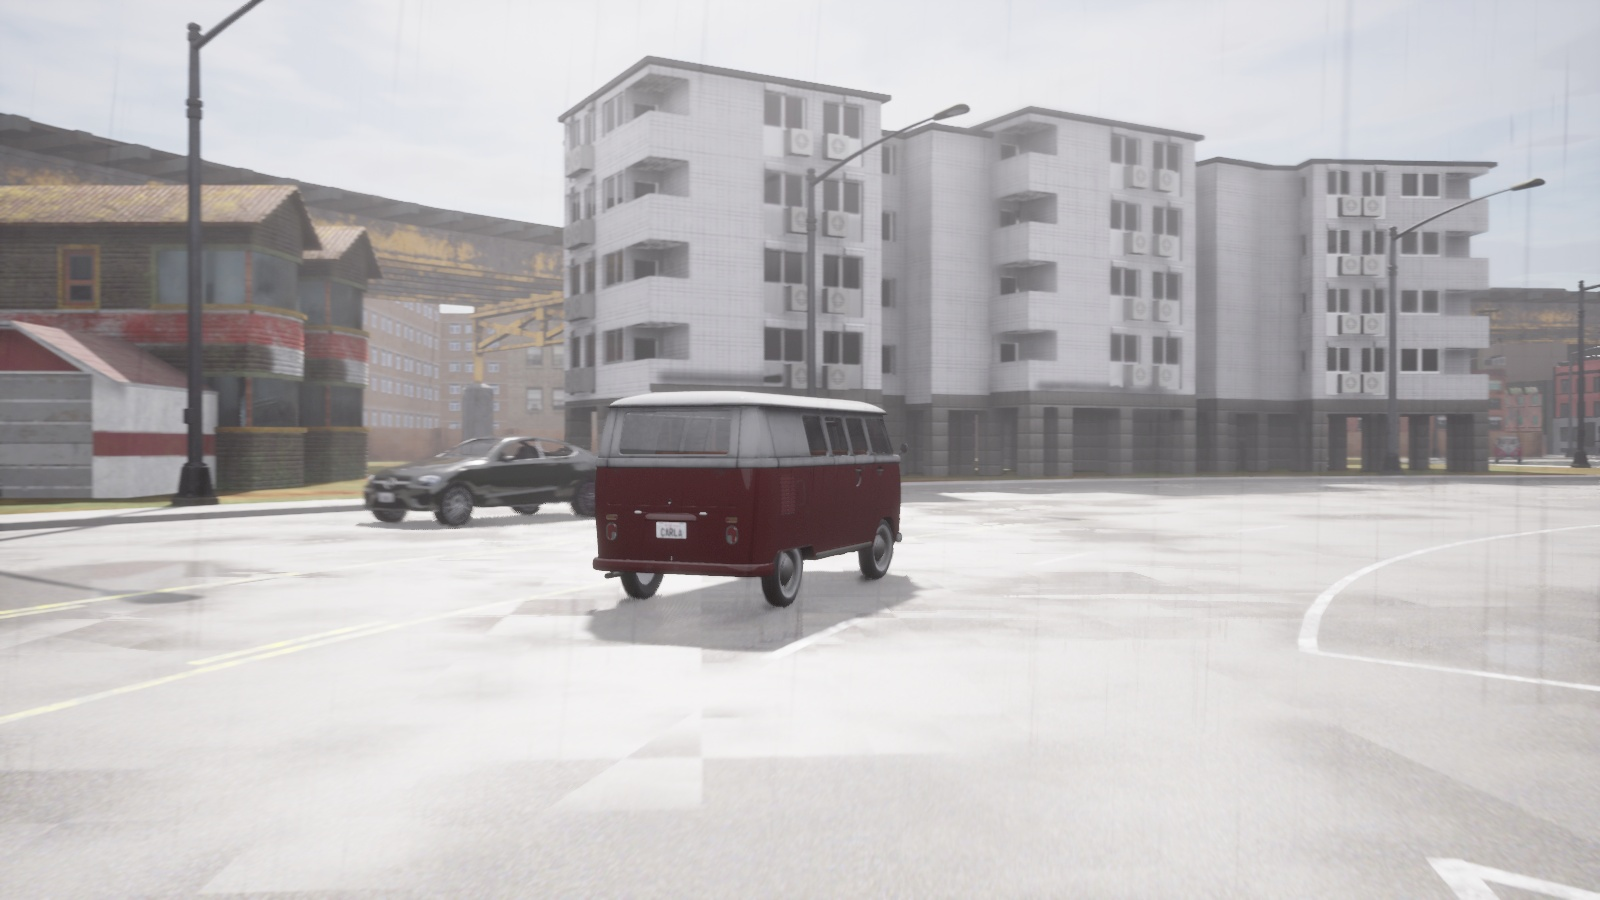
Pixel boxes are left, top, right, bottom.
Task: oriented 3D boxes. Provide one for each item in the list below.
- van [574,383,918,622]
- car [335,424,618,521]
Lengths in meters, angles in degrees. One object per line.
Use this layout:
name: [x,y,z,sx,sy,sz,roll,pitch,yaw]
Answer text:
van: [-0.321,0.426,12.840,1.775,1.987,4.442,0,0,23]
car: [-6.044,0.376,24.062,2.152,1.651,5.027,0,0,36]
